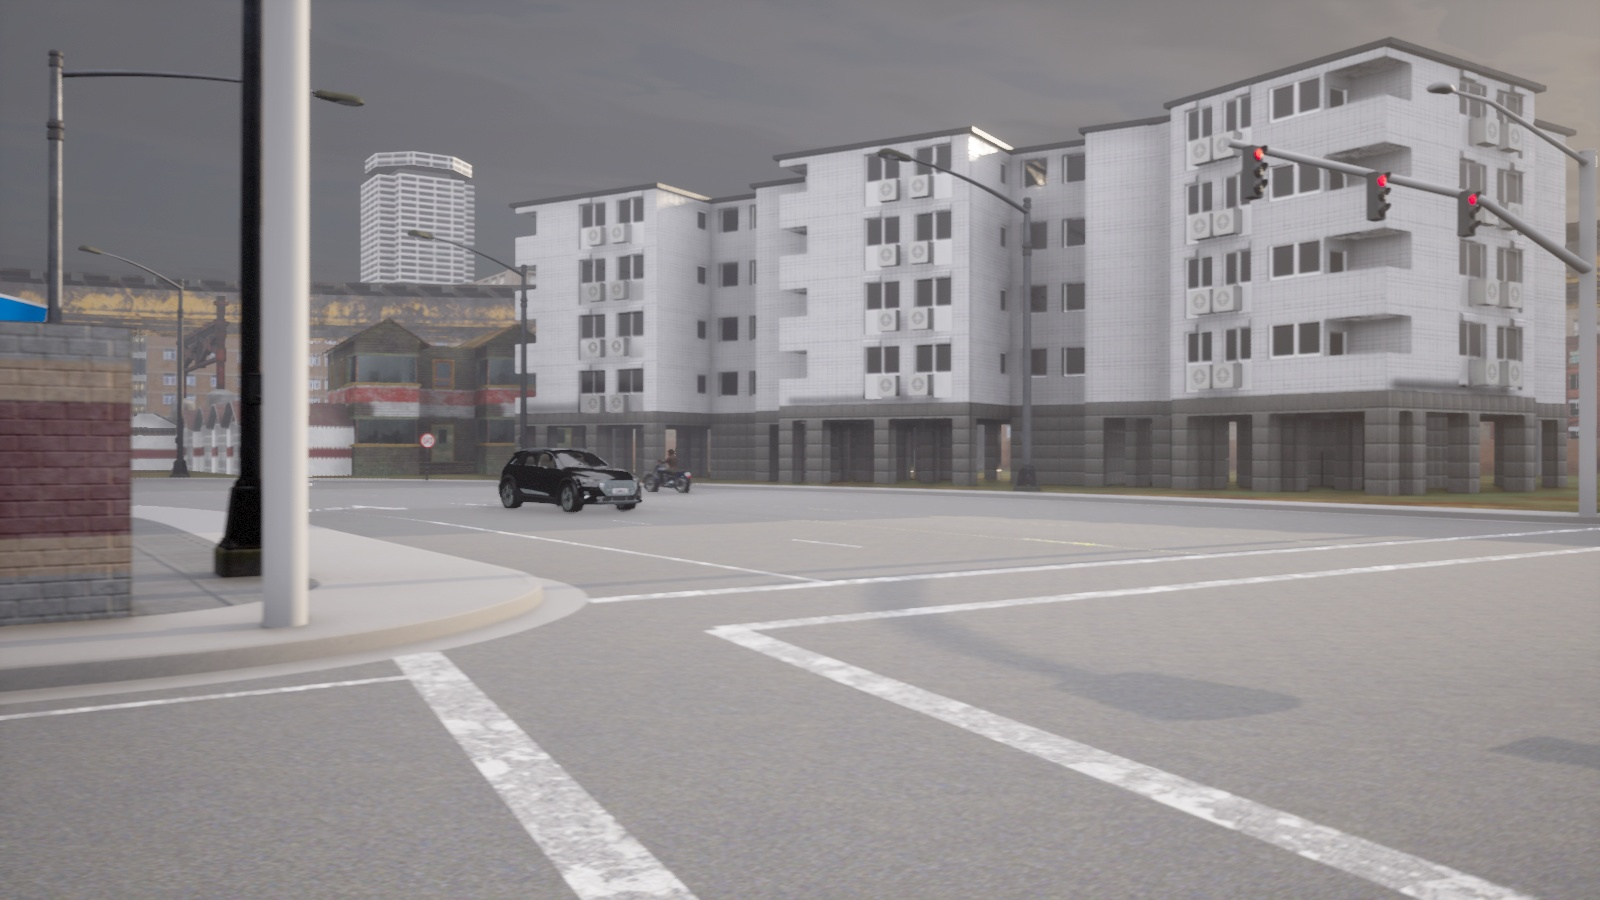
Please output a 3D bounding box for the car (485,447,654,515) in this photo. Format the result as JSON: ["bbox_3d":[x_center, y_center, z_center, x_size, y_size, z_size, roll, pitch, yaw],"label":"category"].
[{"bbox_3d":[-6.072,0.759,32.662,2.033,1.649,4.856,0,0,-43],"label":"car"}]

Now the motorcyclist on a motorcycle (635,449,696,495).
[{"bbox_3d":[-4.944,0.805,46.100,2.350,1.649,0.766,0,0,40],"label":"motorcyclist on a motorcycle"}]
